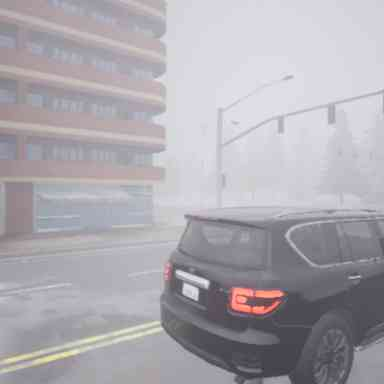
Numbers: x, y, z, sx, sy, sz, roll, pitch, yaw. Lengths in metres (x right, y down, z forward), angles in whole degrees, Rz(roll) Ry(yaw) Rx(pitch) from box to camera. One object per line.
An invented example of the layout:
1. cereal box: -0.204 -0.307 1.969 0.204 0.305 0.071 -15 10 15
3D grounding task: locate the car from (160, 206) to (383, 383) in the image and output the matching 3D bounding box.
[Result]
1. car: 2.186 1.251 5.348 5.566 2.045 2.150 0 0 -35
